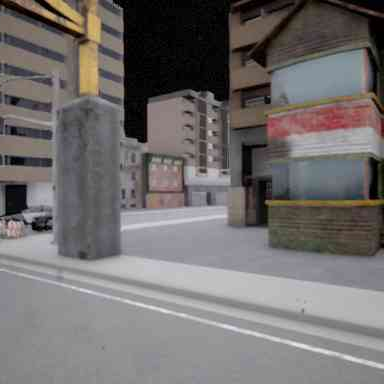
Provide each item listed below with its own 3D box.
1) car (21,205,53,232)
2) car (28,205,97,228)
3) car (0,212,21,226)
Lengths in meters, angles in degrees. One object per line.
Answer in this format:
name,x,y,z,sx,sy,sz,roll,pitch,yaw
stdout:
car,-8.303,1.683,21.771,2.038,1.542,4.974,-1,0,15
car,-8.291,1.526,21.822,1.853,1.218,4.536,-1,0,15
car,-11.456,1.575,24.477,4.536,1.218,1.853,0,0,-30
